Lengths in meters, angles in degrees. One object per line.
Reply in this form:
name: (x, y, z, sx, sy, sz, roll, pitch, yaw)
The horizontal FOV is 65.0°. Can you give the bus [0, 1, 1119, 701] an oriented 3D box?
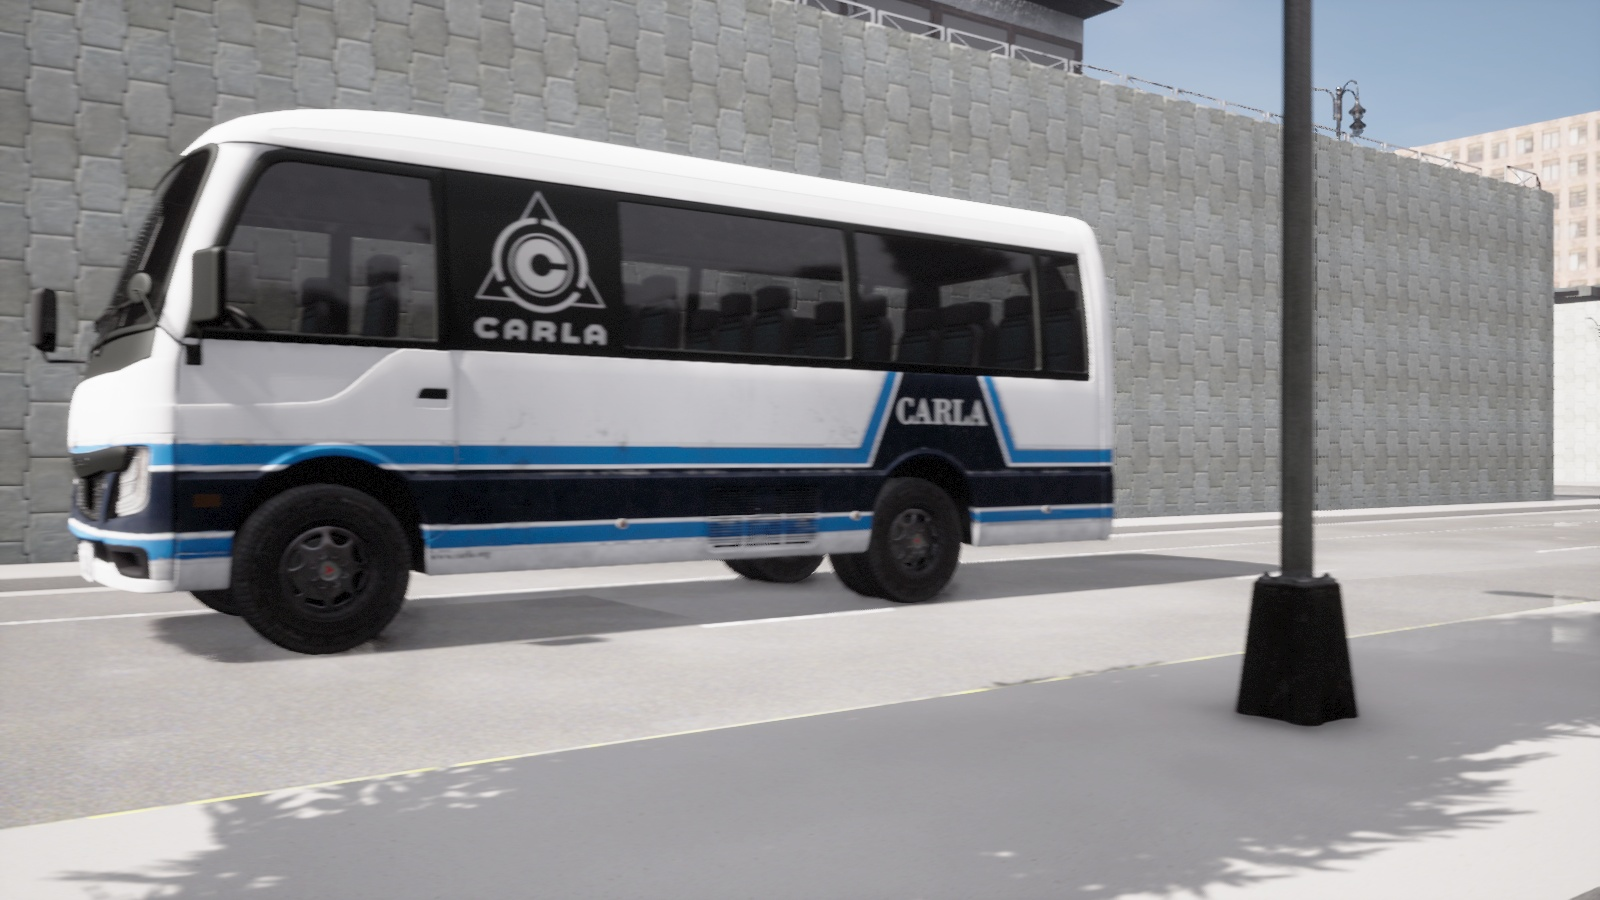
bus: (-1.958, -0.598, 12.048, 10.273, 4.253, 3.944, 0, 0, -35)
